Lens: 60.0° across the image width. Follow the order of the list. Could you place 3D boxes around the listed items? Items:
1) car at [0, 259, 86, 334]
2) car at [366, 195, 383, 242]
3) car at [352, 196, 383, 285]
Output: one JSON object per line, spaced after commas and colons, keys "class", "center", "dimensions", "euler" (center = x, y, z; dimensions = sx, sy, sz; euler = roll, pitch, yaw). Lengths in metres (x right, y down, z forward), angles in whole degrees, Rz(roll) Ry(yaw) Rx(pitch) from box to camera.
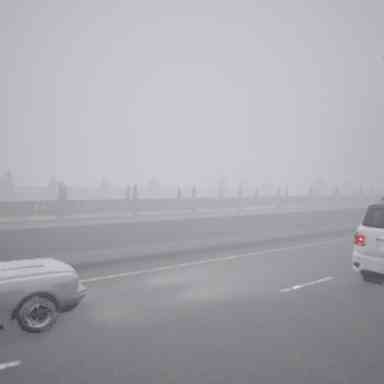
{"class": "car", "center": [-4.171, 1.603, 5.072], "dimensions": [4.718, 1.301, 1.895], "euler": [0, 0, -35]}
{"class": "car", "center": [10.746, 1.145, 15.698], "dimensions": [5.566, 2.045, 2.150], "euler": [0, 0, -35]}
{"class": "car", "center": [6.164, 1.180, 8.158], "dimensions": [5.566, 2.045, 2.150], "euler": [0, 0, -36]}
